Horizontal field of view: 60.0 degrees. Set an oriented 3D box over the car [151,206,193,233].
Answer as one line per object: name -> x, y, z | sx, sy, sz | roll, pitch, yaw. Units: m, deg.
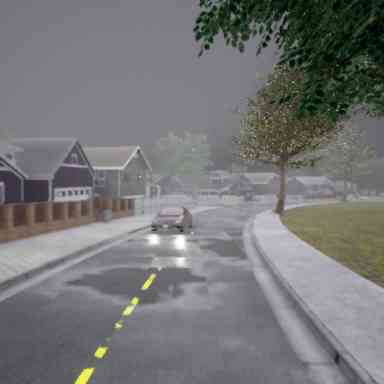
car -> -1.068, 1.589, 20.262 | 1.812, 1.442, 4.674 | 0, 0, 10
